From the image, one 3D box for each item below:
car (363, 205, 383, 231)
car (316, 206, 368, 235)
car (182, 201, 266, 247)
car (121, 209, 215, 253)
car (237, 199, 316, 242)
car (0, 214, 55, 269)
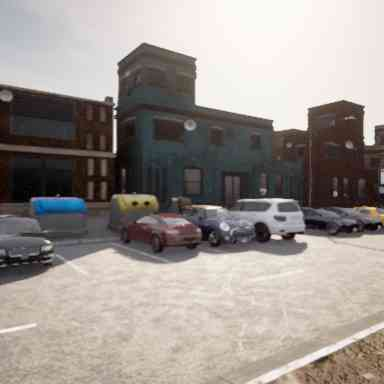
[{"bbox_3d":[10.060,1.747,22.270,2.163,1.488,4.792,1,-1,-35],"label":"car"},{"bbox_3d":[7.794,1.713,20.664,2.163,1.488,4.792,1,0,-35],"label":"car"},{"bbox_3d":[0.931,1.462,15.871,2.185,1.767,4.553,1,0,-35],"label":"car"},{"bbox_3d":[-1.391,1.597,14.181,2.002,1.452,4.674,1,0,-35],"label":"car"},{"bbox_3d":[3.228,1.368,17.496,2.435,2.045,5.566,1,0,-35],"label":"car"},{"bbox_3d":[-5.928,1.501,10.975,2.231,1.521,4.892,1,0,-35],"label":"car"}]
